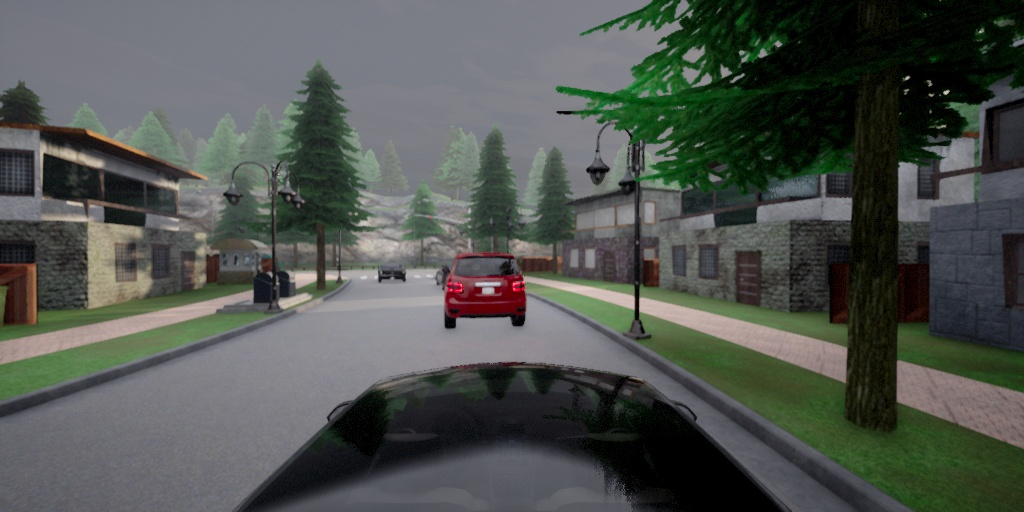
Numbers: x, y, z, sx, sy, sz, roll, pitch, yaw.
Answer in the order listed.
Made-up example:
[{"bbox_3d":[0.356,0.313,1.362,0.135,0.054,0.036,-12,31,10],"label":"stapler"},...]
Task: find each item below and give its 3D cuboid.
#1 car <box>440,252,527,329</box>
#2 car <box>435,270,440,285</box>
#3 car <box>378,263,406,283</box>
[{"bbox_3d":[-0.984,0.908,11.272,2.150,2.045,5.566,0,0,-9],"label":"car"},{"bbox_3d":[-3.432,1.167,21.451,2.033,1.411,5.357,0,0,-18],"label":"car"},{"bbox_3d":[-8.860,1.188,26.353,1.895,1.301,4.718,0,0,-20],"label":"car"}]
